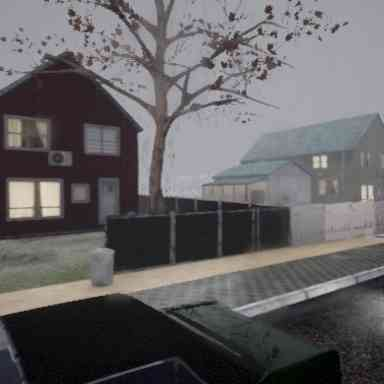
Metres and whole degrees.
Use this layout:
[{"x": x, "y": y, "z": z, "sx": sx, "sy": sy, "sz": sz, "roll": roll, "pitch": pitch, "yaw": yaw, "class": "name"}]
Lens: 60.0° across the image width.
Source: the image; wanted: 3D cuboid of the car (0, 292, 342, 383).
[{"x": -1.084, "y": 1.611, "z": 2.291, "sx": 4.718, "sy": 1.301, "sz": 1.895, "roll": 0, "pitch": 0, "yaw": -36, "class": "car"}]
